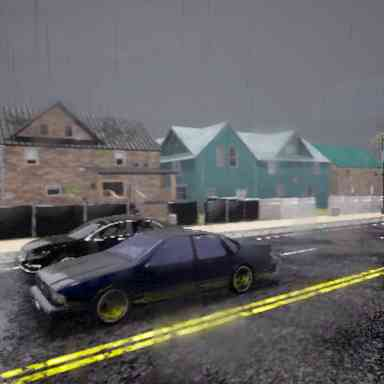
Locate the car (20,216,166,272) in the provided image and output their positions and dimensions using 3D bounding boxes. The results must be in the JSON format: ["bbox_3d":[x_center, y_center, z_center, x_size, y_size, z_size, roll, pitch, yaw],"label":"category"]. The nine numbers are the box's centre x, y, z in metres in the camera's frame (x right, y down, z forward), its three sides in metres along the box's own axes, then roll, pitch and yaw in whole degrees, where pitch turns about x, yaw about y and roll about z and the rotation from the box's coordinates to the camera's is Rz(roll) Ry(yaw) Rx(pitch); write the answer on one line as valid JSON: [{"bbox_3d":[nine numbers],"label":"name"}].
[{"bbox_3d":[-2.385,1.503,9.902,4.892,1.490,1.837,0,0,-35],"label":"car"}]

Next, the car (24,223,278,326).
[{"bbox_3d":[-0.478,1.542,7.261,5.357,1.411,2.033,0,0,-35],"label":"car"}]
